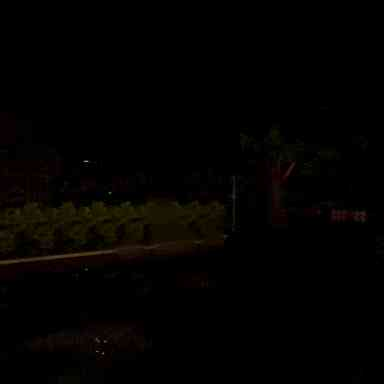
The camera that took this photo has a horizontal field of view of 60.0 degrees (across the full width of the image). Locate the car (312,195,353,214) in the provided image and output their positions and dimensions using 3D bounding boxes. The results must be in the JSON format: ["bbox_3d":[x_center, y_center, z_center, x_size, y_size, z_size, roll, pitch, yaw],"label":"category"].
[{"bbox_3d":[14.365,1.261,34.078,3.866,1.878,1.905,0,0,0],"label":"car"}]
